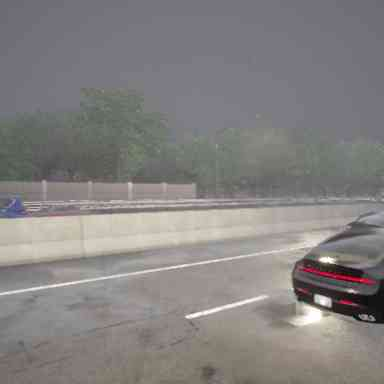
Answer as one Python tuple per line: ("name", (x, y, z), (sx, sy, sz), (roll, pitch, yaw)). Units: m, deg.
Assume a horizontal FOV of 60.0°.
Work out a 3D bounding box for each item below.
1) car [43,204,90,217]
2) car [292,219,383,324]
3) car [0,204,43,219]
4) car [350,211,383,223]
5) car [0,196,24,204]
("car", (-9.253, 1.566, 23.182), (4.181, 1.385, 1.994), (0, 0, -35))
("car", (4.088, 1.509, 6.785), (4.892, 1.490, 1.837), (0, 0, -36))
("car", (-9.480, 1.478, 14.427), (5.008, 1.535, 1.882), (0, 0, -35))
("car", (8.293, 1.531, 14.084), (4.674, 1.442, 1.812), (0, 0, -36))
("car", (-11.550, 1.222, 17.250), (5.566, 2.045, 2.150), (0, 0, -35))
